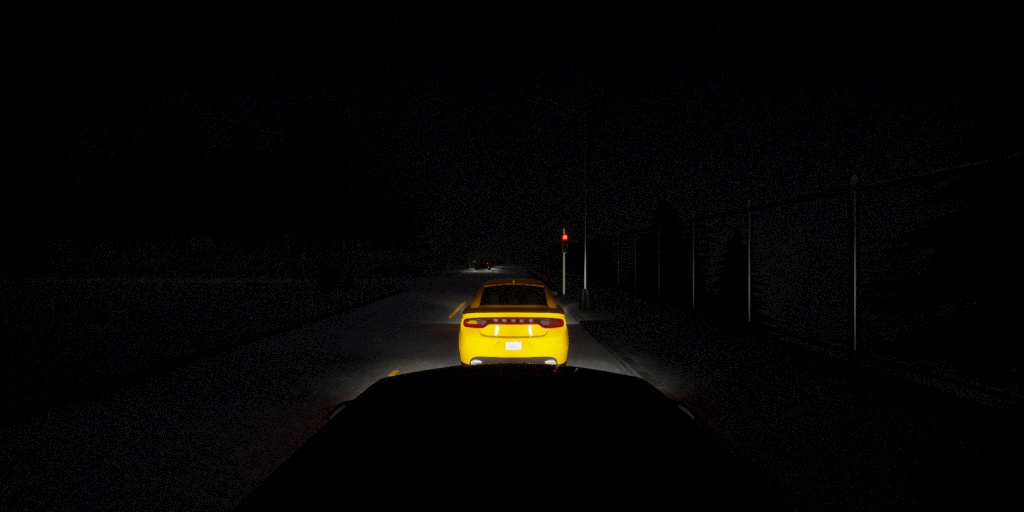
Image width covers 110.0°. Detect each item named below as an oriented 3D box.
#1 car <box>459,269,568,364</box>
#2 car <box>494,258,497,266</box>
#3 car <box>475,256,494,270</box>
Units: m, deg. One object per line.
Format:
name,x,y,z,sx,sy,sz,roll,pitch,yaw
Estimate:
car,0.043,1.228,7.979,1.882,1.535,5.008,0,0,0
car,-4.108,1.350,62.224,1.895,1.301,4.718,0,0,0
car,-4.122,1.102,51.948,2.097,1.767,4.553,0,0,0
